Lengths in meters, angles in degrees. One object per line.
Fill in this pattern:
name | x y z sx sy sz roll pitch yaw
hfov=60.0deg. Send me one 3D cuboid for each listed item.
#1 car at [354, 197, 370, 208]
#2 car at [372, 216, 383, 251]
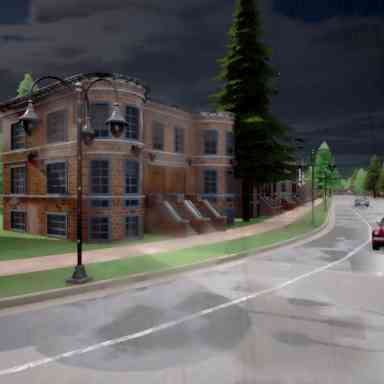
car | 25.261 1.512 49.503 2.128 1.511 4.902 0 0 23
car | 8.595 1.607 13.611 1.895 1.301 4.718 0 0 34
